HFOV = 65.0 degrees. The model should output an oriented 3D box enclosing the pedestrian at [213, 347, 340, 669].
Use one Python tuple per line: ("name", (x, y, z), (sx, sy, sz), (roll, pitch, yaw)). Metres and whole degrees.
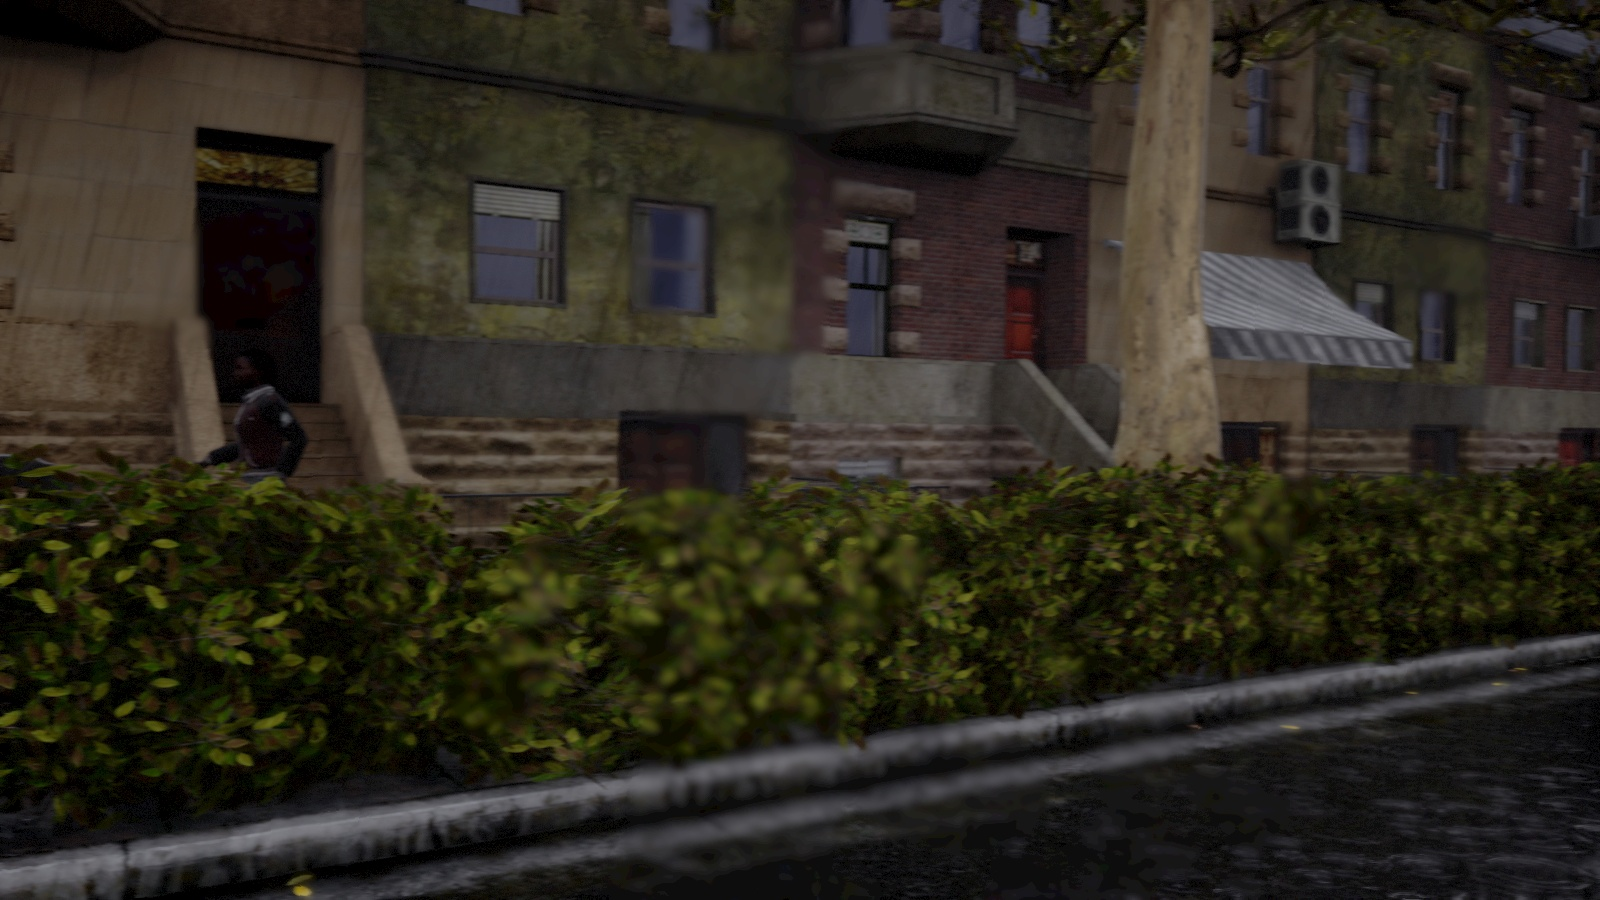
("pedestrian", (-3.275, 0.340, 7.853), (0.666, 1.930, 0.402), (-1, 1, -28))
